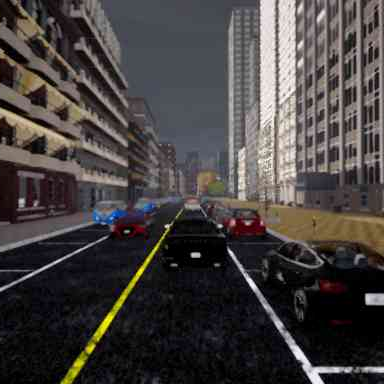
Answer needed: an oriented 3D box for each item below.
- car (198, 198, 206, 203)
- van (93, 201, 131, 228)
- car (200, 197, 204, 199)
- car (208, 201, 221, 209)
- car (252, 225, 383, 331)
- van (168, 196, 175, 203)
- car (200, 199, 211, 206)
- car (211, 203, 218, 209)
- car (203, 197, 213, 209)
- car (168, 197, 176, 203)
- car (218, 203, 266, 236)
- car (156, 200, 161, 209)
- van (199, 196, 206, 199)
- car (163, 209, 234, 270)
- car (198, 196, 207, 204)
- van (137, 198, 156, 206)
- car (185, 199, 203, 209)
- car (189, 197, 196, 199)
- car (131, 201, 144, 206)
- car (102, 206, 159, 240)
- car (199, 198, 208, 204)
[{"bbox_3d":[2.702,2.262,89.763,1.947,1.339,4.313,0,0,0],"label":"car"},{"bbox_3d":[-5.685,1.509,23.495,1.690,1.788,3.998,0,0,0],"label":"van"},{"bbox_3d":[2.699,1.964,56.628,1.887,1.381,4.507,0,0,0],"label":"car"},{"bbox_3d":[2.696,1.759,29.015,2.008,1.369,4.403,0,0,0],"label":"car"},{"bbox_3d":[2.694,1.614,6.923,1.947,1.339,4.313,0,0,0],"label":"car"},{"bbox_3d":[-5.679,2.037,89.766,1.690,1.788,3.998,0,0,0],"label":"van"},{"bbox_3d":[2.700,2.061,67.673,2.008,1.369,4.403,0,0,0],"label":"car"},{"bbox_3d":[2.696,1.719,23.492,2.008,1.369,4.403,0,0,0],"label":"car"},{"bbox_3d":[2.698,1.730,40.060,1.967,1.590,4.097,0,0,0],"label":"car"},{"bbox_3d":[-5.679,2.268,95.118,1.752,1.417,4.829,0,0,0],"label":"car"},{"bbox_3d":[2.696,1.568,17.969,1.967,1.590,4.097,0,0,0],"label":"car"},{"bbox_3d":[-5.683,1.926,51.106,2.008,1.369,4.403,0,0,0],"label":"car"},{"bbox_3d":[2.700,1.805,62.153,1.690,1.788,3.998,0,0,0],"label":"van"},{"bbox_3d":[0.069,1.558,11.376,1.882,1.535,5.008,0,0,-1],"label":"car"},{"bbox_3d":[2.701,1.963,84.244,2.192,1.841,5.009,0,0,0],"label":"car"},{"bbox_3d":[-5.683,1.631,40.062,1.690,1.788,3.998,0,0,0],"label":"van"},{"bbox_3d":[0.105,1.918,43.696,1.895,1.301,4.718,0,0,0],"label":"car"},{"bbox_3d":[0.108,1.832,64.088,2.097,1.767,4.553,0,-1,0],"label":"car"},{"bbox_3d":[-5.685,1.753,29.016,1.887,1.381,4.507,0,0,0],"label":"car"},{"bbox_3d":[-3.097,1.690,17.734,1.994,1.385,4.181,0,0,0],"label":"car"},{"bbox_3d":[2.701,2.152,78.718,2.008,1.369,4.403,0,0,0],"label":"car"}]
